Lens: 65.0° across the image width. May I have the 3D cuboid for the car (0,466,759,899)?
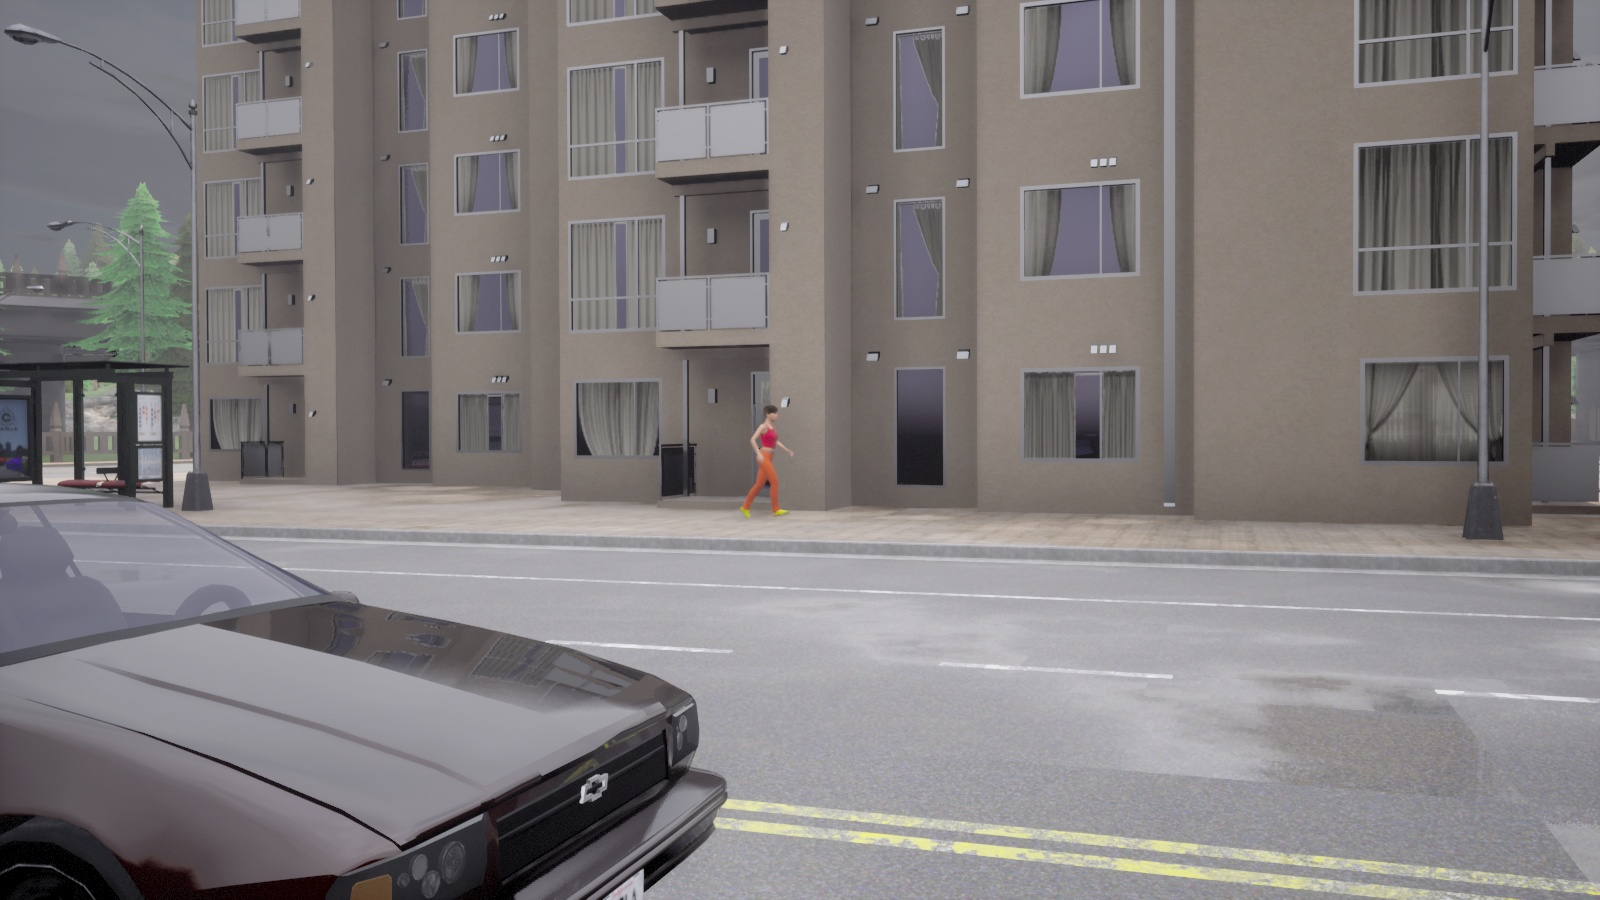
[{"bbox_3d":[-3.005,0.796,4.205,5.357,1.411,2.033,1,1,19],"label":"car"}]

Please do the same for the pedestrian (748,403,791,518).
[{"bbox_3d":[-0.492,0.159,20.263,0.594,1.836,0.345,1,1,18],"label":"pedestrian"}]
